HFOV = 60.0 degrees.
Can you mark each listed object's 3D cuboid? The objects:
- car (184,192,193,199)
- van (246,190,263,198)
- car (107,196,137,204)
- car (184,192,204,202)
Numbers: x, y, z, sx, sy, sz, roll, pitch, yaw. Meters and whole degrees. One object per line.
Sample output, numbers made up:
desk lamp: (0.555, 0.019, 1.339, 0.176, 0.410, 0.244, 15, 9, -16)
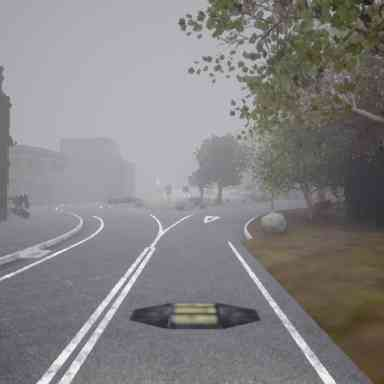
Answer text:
car: (-0.882, 0.786, 80.178, 2.097, 1.767, 4.553, 0, 0, 1)
van: (18.148, 0.912, 92.629, 4.442, 1.987, 1.878, 0, 1, 1)
car: (-11.021, 1.280, 52.568, 1.895, 1.301, 4.718, -1, -1, 42)
car: (0.149, 1.188, 62.862, 1.812, 1.442, 4.674, 0, 1, -17)
